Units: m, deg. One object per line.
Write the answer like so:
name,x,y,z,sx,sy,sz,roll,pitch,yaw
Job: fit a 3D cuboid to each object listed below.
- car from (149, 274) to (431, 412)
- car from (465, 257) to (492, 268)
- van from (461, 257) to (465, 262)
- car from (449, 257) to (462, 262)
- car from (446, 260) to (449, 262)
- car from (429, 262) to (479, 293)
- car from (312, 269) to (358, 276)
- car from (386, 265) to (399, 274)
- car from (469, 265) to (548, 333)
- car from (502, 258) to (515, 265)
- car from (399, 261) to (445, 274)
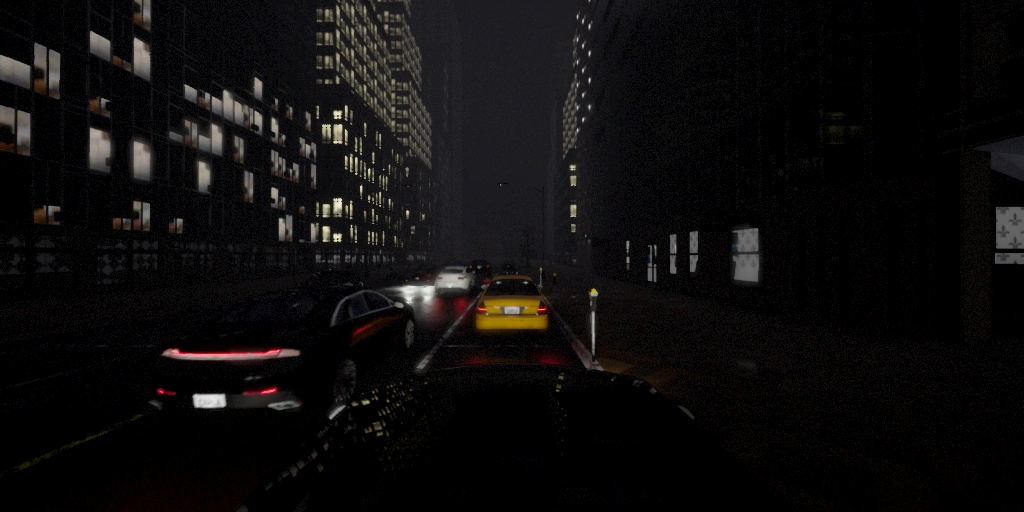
car,-3.049,1.242,6.043,2.128,1.511,4.902,0,0,0
car,-3.051,1.090,35.492,2.097,1.767,4.553,0,0,0
van,-8.836,1.064,57.496,1.690,1.789,3.998,0,0,0
car,-8.836,1.273,51.803,1.888,1.381,4.507,0,0,0
car,-8.836,1.286,40.419,2.007,1.370,4.403,0,0,0
car,-3.147,1.272,20.468,1.812,1.442,4.674,0,0,0
car,-8.836,1.313,17.650,1.948,1.339,4.313,0,0,0
car,-8.835,1.325,29.033,1.802,1.307,4.207,0,0,0
car,0.004,1.206,10.689,1.801,1.575,5.366,0,0,0
car,-0.455,1.298,46.099,1.948,1.339,4.313,0,0,0
car,-6.246,1.308,25.664,1.994,1.385,4.181,0,0,0
